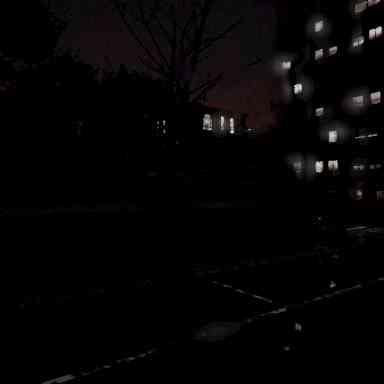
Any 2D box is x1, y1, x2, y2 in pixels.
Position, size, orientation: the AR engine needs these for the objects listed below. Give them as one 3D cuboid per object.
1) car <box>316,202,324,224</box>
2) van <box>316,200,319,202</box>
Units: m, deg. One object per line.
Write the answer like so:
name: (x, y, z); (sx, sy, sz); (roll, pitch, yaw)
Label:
car: (7.959, 1.770, 26.317); (1.837, 1.490, 4.892); (0, -1, -35)
van: (10.514, 1.646, 32.599); (1.690, 1.788, 3.998); (-1, 0, -36)
